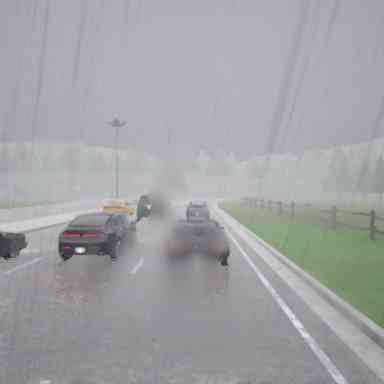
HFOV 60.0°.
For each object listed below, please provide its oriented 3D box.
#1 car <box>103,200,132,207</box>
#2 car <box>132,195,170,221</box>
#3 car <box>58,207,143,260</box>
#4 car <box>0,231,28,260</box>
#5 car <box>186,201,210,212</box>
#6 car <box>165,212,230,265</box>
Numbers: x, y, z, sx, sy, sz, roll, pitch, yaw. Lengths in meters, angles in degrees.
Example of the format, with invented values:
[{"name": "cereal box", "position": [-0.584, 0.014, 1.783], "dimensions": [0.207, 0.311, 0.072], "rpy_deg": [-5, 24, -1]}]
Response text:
[{"name": "car", "position": [-6.482, 1.469, 29.695], "dimensions": [1.882, 1.535, 5.008], "rpy_deg": [0, 0, 1]}, {"name": "car", "position": [-3.040, 1.218, 26.909], "dimensions": [2.150, 2.045, 5.566], "rpy_deg": [0, 0, 1]}, {"name": "car", "position": [-3.281, 1.500, 12.363], "dimensions": [1.837, 1.490, 4.892], "rpy_deg": [0, 0, 1]}, {"name": "car", "position": [-6.852, 1.542, 9.472], "dimensions": [2.033, 1.411, 5.357], "rpy_deg": [0, 0, 1]}, {"name": "car", "position": [0.484, 1.488, 28.041], "dimensions": [2.128, 1.511, 4.902], "rpy_deg": [0, 0, 1]}, {"name": "car", "position": [0.205, 1.599, 11.636], "dimensions": [1.895, 1.301, 4.718], "rpy_deg": [0, 0, 1]}]
